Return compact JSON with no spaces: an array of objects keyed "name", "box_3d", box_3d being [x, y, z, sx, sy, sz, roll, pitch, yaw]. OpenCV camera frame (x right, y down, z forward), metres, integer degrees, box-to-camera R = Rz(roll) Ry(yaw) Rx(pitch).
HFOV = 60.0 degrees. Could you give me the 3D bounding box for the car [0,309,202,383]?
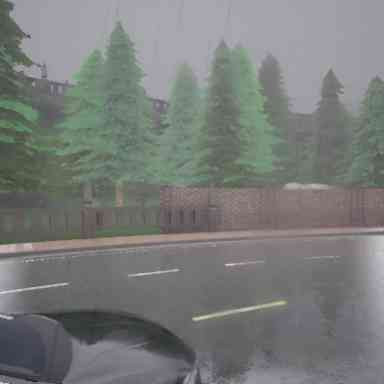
[{"name":"car","box_3d":[-2.110,1.493,2.002,4.902,1.511,2.128,0,0,-37]}]
